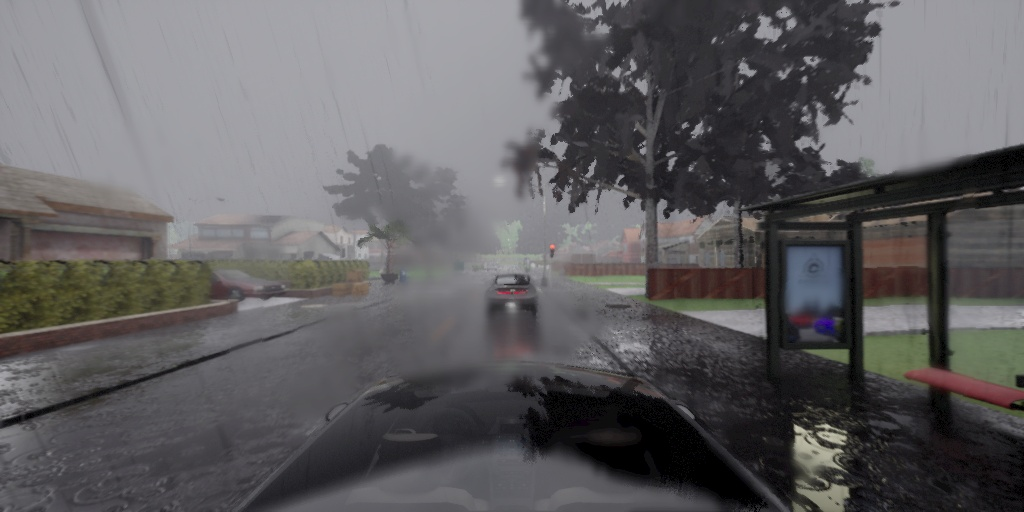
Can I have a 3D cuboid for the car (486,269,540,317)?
[{"bbox_3d":[0.044,1.420,13.930,1.837,1.490,4.892,0,-1,0],"label":"car"}]
